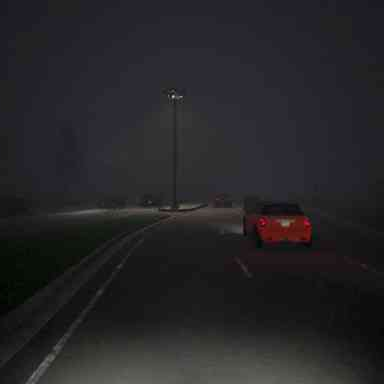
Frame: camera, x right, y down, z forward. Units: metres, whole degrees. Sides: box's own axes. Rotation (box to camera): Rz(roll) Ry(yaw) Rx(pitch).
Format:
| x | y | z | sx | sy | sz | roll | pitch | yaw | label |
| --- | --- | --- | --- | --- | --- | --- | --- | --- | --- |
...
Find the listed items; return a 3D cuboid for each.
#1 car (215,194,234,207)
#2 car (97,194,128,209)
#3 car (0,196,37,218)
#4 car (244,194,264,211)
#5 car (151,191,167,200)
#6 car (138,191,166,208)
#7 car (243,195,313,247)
| x | y | z | sx | sy | sz | roll | pitch | yaw | label |
| --- | --- | --- | --- | --- | --- | --- | --- | --- | --- |
| 3.908 | 0.985 | 40.279 | 1.812 | 1.442 | 4.674 | 0 | 1 | 10 | car |
| -8.696 | 0.993 | 36.617 | 2.128 | 1.511 | 4.902 | 0 | 1 | 11 | car |
| -14.415 | 1.143 | 26.230 | 1.837 | 1.490 | 4.892 | 0 | 1 | 13 | car |
| 6.288 | 1.023 | 33.920 | 1.882 | 1.535 | 5.008 | 0 | 1 | 10 | car |
| -6.550 | 0.621 | 66.319 | 1.882 | 1.535 | 5.008 | 0 | 1 | 11 | car |
| -4.750 | 0.982 | 38.638 | 1.837 | 1.490 | 4.892 | 0 | 1 | 11 | car |
| 3.446 | 1.162 | 14.140 | 2.097 | 1.767 | 4.553 | 0 | 1 | 2 | car |
